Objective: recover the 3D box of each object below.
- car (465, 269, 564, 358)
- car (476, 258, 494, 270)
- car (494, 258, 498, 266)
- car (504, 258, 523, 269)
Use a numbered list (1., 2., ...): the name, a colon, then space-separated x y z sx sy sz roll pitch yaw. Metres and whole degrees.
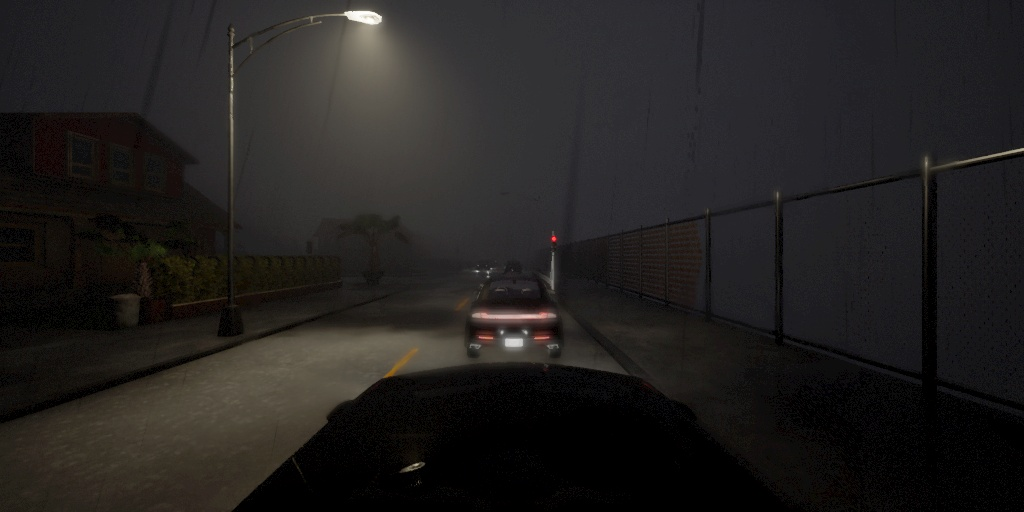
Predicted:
1. car: 0.055 1.242 8.445 2.128 1.511 4.902 0 0 0
2. car: -4.092 1.255 51.831 1.837 1.490 4.892 0 0 0
3. car: -4.072 1.297 61.697 2.033 1.411 5.357 0 0 0
4. car: 0.117 1.255 40.437 1.837 1.490 4.892 1 0 2
